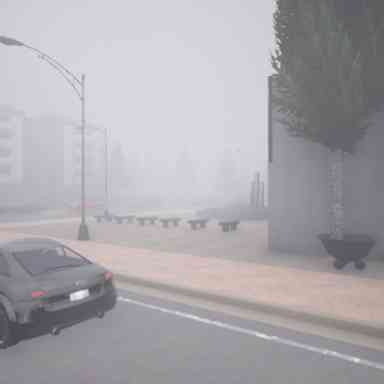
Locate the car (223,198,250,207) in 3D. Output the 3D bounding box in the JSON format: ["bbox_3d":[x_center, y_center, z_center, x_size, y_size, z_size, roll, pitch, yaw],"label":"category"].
[{"bbox_3d":[6.760,1.601,48.431,4.674,1.442,1.812,0,0,-27],"label":"car"}]

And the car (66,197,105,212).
[{"bbox_3d":[-13.022,1.469,40.765,2.097,1.767,4.553,0,0,38],"label":"car"}]

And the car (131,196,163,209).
[{"bbox_3d":[-6.443,1.464,47.983,4.553,1.767,2.097,0,0,-40],"label":"car"}]

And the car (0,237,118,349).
[{"bbox_3d":[-3.390,1.586,6.364,4.181,1.385,1.994,0,0,36],"label":"car"}]

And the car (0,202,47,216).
[{"bbox_3d":[-17.576,1.718,34.257,1.895,1.301,4.718,0,0,33],"label":"car"}]

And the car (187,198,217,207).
[{"bbox_3d":[1.644,1.701,53.792,4.718,1.301,1.895,0,0,-29],"label":"car"}]
